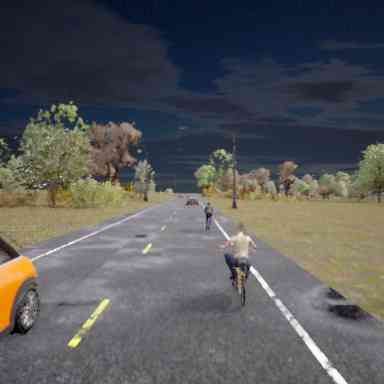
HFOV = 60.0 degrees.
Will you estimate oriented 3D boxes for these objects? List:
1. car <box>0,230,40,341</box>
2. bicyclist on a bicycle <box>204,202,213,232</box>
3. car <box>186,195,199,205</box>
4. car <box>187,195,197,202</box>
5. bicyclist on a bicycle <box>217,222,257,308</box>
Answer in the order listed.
[{"bbox_3d":[-3.602,1.344,3.668,2.097,1.767,4.553,0,0,0],"label":"car"},{"bbox_3d":[0.957,1.415,18.839,0.582,1.620,1.656,0,0,0],"label":"bicyclist on a bicycle"},{"bbox_3d":[0.084,1.413,55.749,1.812,1.442,4.674,0,0,0],"label":"car"},{"bbox_3d":[-0.020,1.391,73.728,2.033,1.411,5.357,0,0,0],"label":"car"},{"bbox_3d":[0.978,1.423,6.934,0.866,1.612,1.509,0,0,0],"label":"bicyclist on a bicycle"}]
